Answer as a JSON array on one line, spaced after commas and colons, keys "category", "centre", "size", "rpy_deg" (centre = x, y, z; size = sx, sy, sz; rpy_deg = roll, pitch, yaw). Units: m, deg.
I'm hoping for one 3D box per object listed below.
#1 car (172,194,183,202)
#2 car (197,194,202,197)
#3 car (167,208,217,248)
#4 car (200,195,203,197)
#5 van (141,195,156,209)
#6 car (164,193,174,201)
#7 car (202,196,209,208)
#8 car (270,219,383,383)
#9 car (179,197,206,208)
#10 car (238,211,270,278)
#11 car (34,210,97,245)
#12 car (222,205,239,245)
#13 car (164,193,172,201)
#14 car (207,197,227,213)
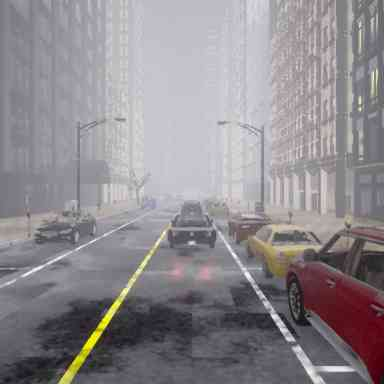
[{"category": "car", "centre": [-3.000, 1.403, 76.137], "size": [1.882, 1.535, 5.008], "rpy_deg": [0, 0, 0]}, {"category": "car", "centre": [2.350, 1.344, 95.633], "size": [1.801, 1.575, 5.366], "rpy_deg": [0, 0, 0]}, {"category": "car", "centre": [0.000, 1.612, 14.680], "size": [1.895, 1.301, 4.718], "rpy_deg": [0, 0, 0]}, {"category": "car", "centre": [2.687, 1.526, 55.322], "size": [1.947, 1.339, 4.313], "rpy_deg": [0, 0, 0]}, {"category": "van", "centre": [-5.695, 1.315, 43.930], "size": [1.690, 1.788, 3.998], "rpy_deg": [0, 0, 0]}, {"category": "car", "centre": [-5.694, 1.229, 83.817], "size": [2.192, 1.841, 5.009], "rpy_deg": [0, 0, 0]}, {"category": "car", "centre": [2.687, 1.540, 43.926], "size": [1.947, 1.339, 4.313], "rpy_deg": [0, 0, 0]}, {"category": "car", "centre": [2.685, 1.312, 4.038], "size": [2.192, 1.841, 5.009], "rpy_deg": [0, 0, 0]}, {"category": "car", "centre": [0.000, 1.504, 29.651], "size": [1.837, 1.490, 4.892], "rpy_deg": [0, 0, 0]}, {"category": "car", "centre": [2.686, 1.521, 9.905], "size": [1.752, 1.417, 4.829], "rpy_deg": [0, 0, 0]}, {"category": "car", "centre": [-5.694, 1.545, 15.436], "size": [2.008, 1.369, 4.403], "rpy_deg": [0, 0, 0]}, {"category": "car", "centre": [2.686, 1.539, 15.434], "size": [1.887, 1.381, 4.507], "rpy_deg": [0, 0, 0]}, {"category": "car", "centre": [-5.693, 1.470, 78.119], "size": [1.887, 1.381, 4.507], "rpy_deg": [0, 0, 0]}, {"category": "car", "centre": [2.687, 1.510, 32.699], "size": [1.752, 1.417, 4.829], "rpy_deg": [0, 0, 0]}]
